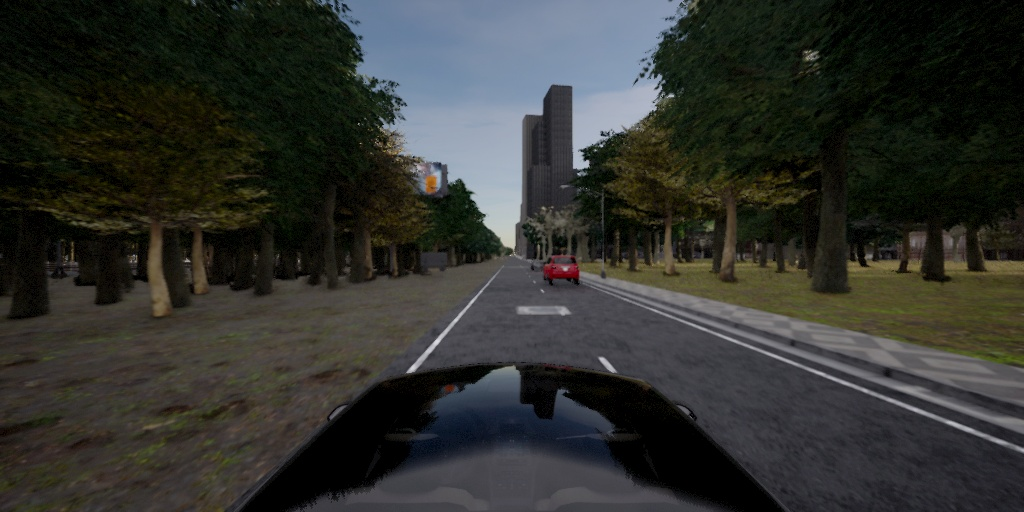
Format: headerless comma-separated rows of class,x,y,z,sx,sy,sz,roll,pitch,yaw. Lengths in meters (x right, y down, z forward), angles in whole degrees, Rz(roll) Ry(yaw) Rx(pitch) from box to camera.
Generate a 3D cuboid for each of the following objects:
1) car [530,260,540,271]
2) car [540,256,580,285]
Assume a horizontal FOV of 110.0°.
car,3.608,1.283,50.972,2.128,1.511,4.902,0,0,0
car,3.605,0.998,26.877,2.150,2.045,5.566,0,0,0
